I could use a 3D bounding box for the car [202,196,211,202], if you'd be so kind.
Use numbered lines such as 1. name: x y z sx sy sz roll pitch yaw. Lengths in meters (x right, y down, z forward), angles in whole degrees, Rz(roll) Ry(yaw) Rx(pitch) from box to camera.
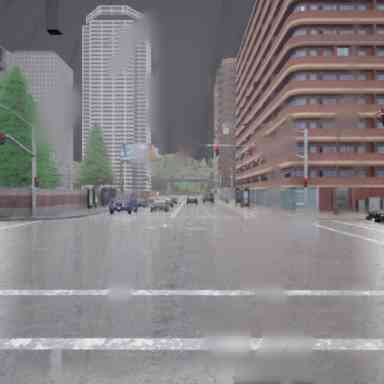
1. car: 3.397 1.576 78.268 1.895 1.301 4.718 0 0 0

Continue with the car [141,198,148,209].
1. car: -7.160 1.547 46.053 2.033 1.411 5.357 0 0 0

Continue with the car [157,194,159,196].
1. car: -7.146 1.525 60.412 1.812 1.442 4.674 0 0 0

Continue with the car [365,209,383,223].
1. car: 15.001 1.492 23.271 5.357 1.411 2.033 0 0 -12

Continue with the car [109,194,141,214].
1. car: -7.147 1.222 35.220 2.150 2.045 5.566 0 0 0

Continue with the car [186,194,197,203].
1. car: -0.091 1.352 69.487 2.097 1.767 4.553 0 0 0

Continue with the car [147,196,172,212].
1. car: -3.648 1.526 38.279 1.812 1.442 4.674 0 0 0

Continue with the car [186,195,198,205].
1. car: 0.024 1.477 59.495 1.882 1.535 5.008 0 0 0

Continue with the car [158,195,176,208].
1. car: -3.656 1.526 48.522 1.812 1.442 4.674 0 0 0

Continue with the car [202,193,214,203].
1. car: 3.410 1.221 68.701 2.150 2.045 5.566 0 0 0
